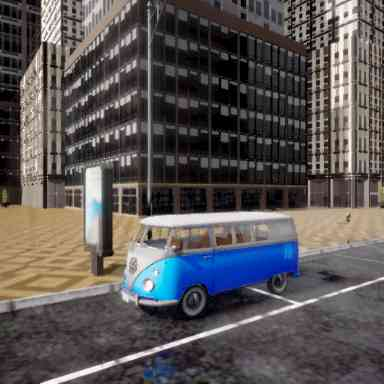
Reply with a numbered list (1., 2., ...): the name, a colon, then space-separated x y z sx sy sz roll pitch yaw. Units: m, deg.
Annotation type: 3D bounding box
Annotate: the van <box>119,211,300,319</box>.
1. van: 0.535 1.341 7.101 3.998 1.788 1.690 0 0 -35
